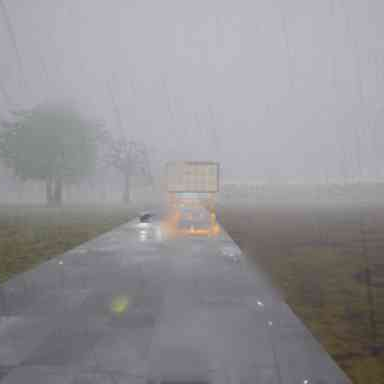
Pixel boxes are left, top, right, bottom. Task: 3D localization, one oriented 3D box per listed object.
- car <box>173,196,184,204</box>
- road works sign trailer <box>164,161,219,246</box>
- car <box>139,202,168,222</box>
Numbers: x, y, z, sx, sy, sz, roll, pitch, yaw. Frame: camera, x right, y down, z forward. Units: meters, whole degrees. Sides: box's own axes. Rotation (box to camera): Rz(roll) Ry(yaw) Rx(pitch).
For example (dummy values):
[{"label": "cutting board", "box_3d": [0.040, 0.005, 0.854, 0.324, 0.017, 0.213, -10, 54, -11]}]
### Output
[{"label": "car", "box_3d": [-2.734, 1.538, 67.473, 2.097, 1.767, 4.553, 0, 0, 0]}, {"label": "road works sign trailer", "box_3d": [0.012, 0.429, 14.989, 2.380, 3.560, 2.880, 0, 0, 1]}, {"label": "car", "box_3d": [-2.841, 1.513, 25.855, 2.033, 1.411, 5.357, 0, 0, 0]}]
